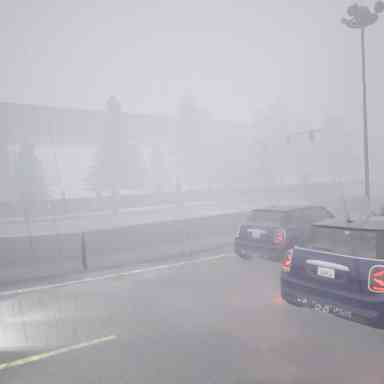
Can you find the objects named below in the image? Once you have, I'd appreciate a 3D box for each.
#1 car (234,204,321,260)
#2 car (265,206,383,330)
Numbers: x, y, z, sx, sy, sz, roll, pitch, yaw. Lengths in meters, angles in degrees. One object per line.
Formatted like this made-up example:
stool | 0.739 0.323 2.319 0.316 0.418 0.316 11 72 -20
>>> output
car | 3.531 1.157 10.653 4.553 1.767 2.097 -3 2 -36
car | 3.847 1.232 6.554 4.553 1.767 2.097 -2 1 -36
